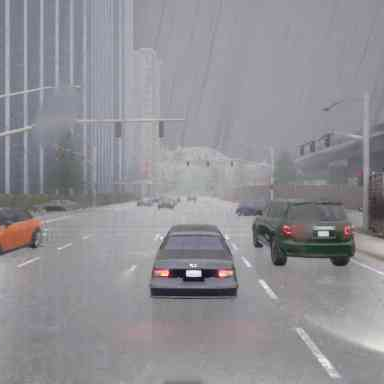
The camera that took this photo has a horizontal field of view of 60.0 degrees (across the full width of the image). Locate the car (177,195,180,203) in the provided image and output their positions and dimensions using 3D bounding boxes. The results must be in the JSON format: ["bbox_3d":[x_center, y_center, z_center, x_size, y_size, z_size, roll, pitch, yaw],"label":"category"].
[{"bbox_3d":[-3.571,1.477,56.822,1.882,1.535,5.008,0,0,0],"label":"car"}]

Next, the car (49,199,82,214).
[{"bbox_3d":[-14.587,1.548,36.183,4.902,1.511,2.128,0,0,-7],"label":"car"}]

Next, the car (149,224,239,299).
[{"bbox_3d":[0.057,1.547,8.630,2.033,1.411,5.357,0,0,1],"label":"car"}]

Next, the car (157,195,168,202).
[{"bbox_3d":[-6.979,1.503,79.922,2.128,1.511,4.902,0,0,0],"label":"car"}]

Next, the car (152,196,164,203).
[{"bbox_3d":[-6.983,1.601,68.133,1.895,1.301,4.718,0,0,0],"label":"car"}]

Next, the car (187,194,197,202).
[{"bbox_3d":[0.021,1.355,78.648,2.097,1.767,4.553,0,0,0],"label":"car"}]

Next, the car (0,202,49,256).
[{"bbox_3d":[-7.097,1.352,11.535,2.097,1.767,4.553,0,0,0],"label":"car"}]

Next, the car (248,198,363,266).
[{"bbox_3d":[3.574,1.221,11.663,2.150,2.045,5.566,0,0,1],"label":"car"}]

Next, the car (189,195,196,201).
[{"bbox_3d":[0.024,1.500,88.893,1.837,1.490,4.892,0,0,0],"label":"car"}]

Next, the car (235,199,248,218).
[{"bbox_3d":[6.219,1.375,29.301,4.553,1.767,2.097,0,0,22],"label":"car"}]

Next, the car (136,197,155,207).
[{"bbox_3d":[-7.078,1.525,49.924,1.812,1.442,4.674,0,0,0],"label":"car"}]

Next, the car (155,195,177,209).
[{"bbox_3d":[-3.418,1.351,44.150,2.097,1.767,4.553,0,0,-3],"label":"car"}]
